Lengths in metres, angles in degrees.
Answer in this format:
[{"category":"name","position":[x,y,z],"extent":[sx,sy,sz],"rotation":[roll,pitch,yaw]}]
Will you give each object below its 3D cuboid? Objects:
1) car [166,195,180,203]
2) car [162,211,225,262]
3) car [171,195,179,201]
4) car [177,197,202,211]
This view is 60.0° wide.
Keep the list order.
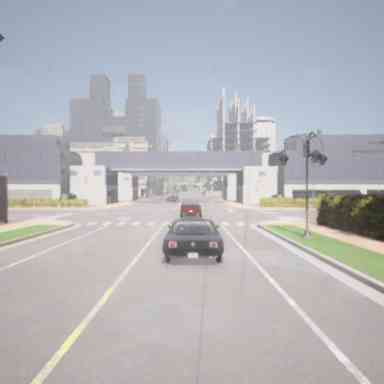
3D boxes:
[{"category":"car","position":[-4.183,1.455,67.427],"extent":[2.128,1.511,4.902],"rotation":[0,0,0]},{"category":"car","position":[0.054,1.588,12.065],"extent":[1.895,1.301,4.718],"rotation":[0,0,0]},{"category":"car","position":[-4.184,1.423,83.000],"extent":[1.837,1.490,4.892],"rotation":[0,0,0]},{"category":"car","position":[-0.172,1.461,30.738],"extent":[1.882,1.535,5.008],"rotation":[0,0,-2]}]
